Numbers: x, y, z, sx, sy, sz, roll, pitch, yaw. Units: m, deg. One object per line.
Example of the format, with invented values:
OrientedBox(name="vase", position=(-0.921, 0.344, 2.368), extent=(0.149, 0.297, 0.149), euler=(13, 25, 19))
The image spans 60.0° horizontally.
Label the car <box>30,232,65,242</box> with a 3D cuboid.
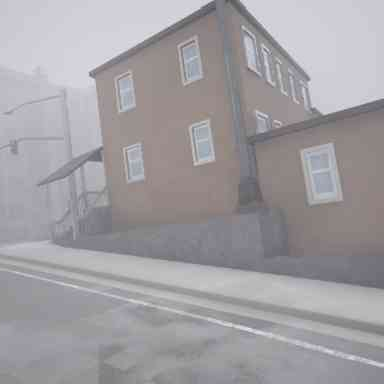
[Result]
OrientedBox(name="car", position=(-11.719, 4.286, 29.091), extent=(1.837, 1.490, 4.892), euler=(-12, -11, 35))
